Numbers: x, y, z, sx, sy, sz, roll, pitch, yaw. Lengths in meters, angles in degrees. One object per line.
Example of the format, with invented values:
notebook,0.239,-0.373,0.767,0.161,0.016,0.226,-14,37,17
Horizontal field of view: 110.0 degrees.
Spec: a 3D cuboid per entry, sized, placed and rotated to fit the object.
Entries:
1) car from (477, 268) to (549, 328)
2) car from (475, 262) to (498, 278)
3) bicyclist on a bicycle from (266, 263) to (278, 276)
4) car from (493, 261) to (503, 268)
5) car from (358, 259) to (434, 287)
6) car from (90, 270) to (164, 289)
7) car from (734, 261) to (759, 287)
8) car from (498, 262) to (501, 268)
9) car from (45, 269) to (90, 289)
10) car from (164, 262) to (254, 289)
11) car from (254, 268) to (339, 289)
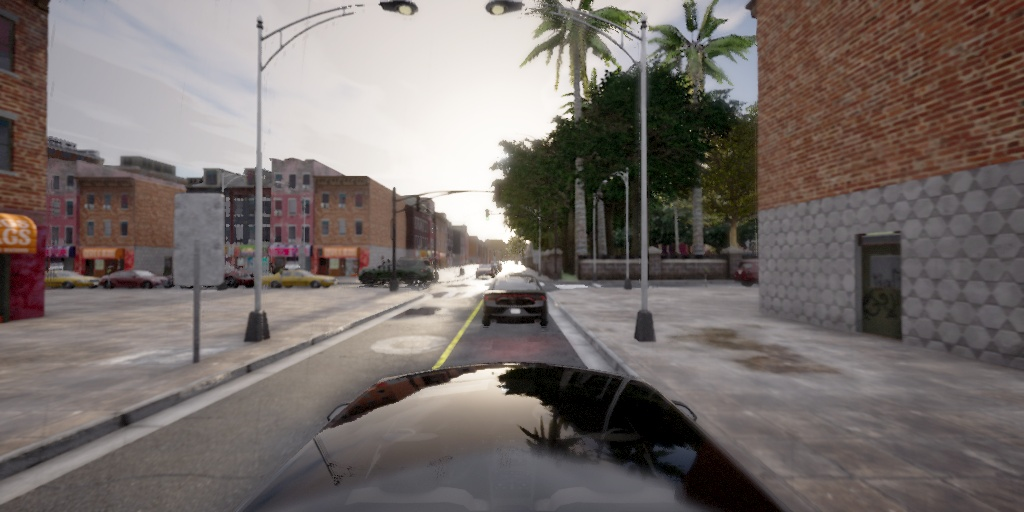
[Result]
car,0.094,1.326,11.897,1.882,1.535,5.008,0,-1,0
car,-2.868,1.655,39.376,1.812,1.442,4.674,0,-1,0
bicyclist on a bicycle,-20.151,1.381,30.145,0.582,1.620,1.656,0,0,0
car,-2.807,1.679,58.536,2.097,1.767,4.553,0,-1,1
car,-8.795,1.243,27.414,5.566,2.045,2.150,0,-2,6
car,-25.519,1.615,24.482,4.207,1.307,1.802,0,0,0
car,17.994,1.238,24.549,5.009,1.841,2.192,0,0,0
car,-2.851,1.824,48.459,1.895,1.301,4.718,0,-1,0
car,-30.801,1.574,24.474,4.829,1.417,1.751,0,0,0
car,-20.067,1.333,24.491,5.009,1.841,2.192,0,0,0
car,-14.445,1.530,24.499,4.829,1.417,1.751,0,0,0
